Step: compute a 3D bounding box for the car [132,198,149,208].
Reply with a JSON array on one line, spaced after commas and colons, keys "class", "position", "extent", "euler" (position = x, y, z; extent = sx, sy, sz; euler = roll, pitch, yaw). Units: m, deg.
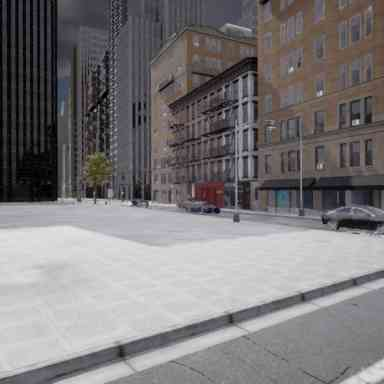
[{"class": "car", "position": [-8.547, 1.769, 54.662], "extent": [2.128, 1.511, 4.902], "euler": [0, 0, -26]}]

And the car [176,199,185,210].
[{"class": "car", "position": [-0.540, 1.692, 44.336], "extent": [1.837, 1.490, 4.892], "euler": [0, 0, -26]}]

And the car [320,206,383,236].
[{"class": "car", "position": [9.662, 1.538, 18.666], "extent": [2.128, 1.511, 4.902], "euler": [0, 0, -33]}]

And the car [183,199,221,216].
[{"class": "car", "position": [1.132, 1.744, 34.855], "extent": [1.895, 1.301, 4.718], "euler": [0, 0, -26]}]
